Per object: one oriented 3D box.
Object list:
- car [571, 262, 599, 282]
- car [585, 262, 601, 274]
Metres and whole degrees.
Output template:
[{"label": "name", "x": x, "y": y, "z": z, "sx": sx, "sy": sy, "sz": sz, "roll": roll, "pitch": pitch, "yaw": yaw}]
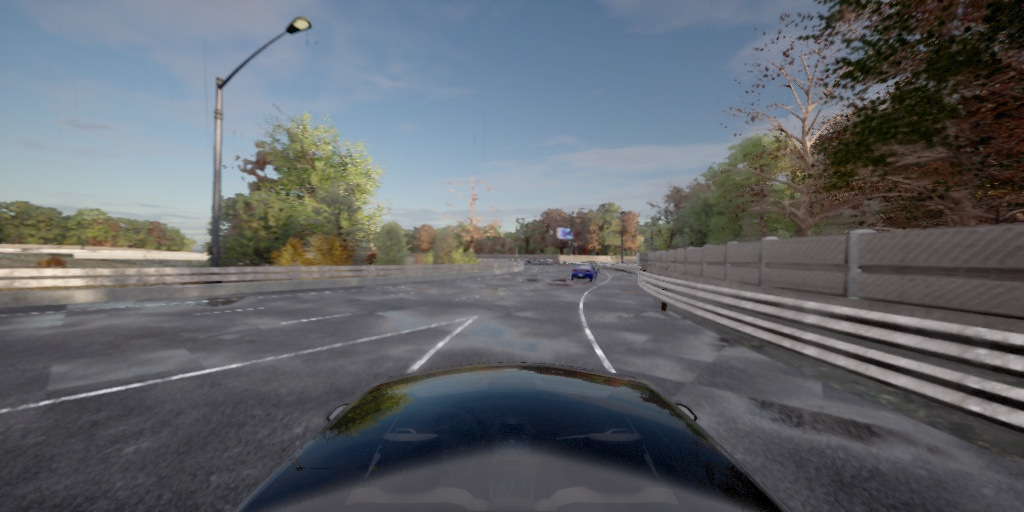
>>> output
[{"label": "car", "x": 6.789, "y": 1.514, "z": 33.428, "sx": 1.882, "sy": 1.535, "sz": 5.008, "roll": 1, "pitch": 0, "yaw": 20}, {"label": "car", "x": 11.583, "y": 1.711, "z": 51.682, "sx": 2.128, "sy": 1.511, "sz": 4.902, "roll": 1, "pitch": 0, "yaw": 11}]
